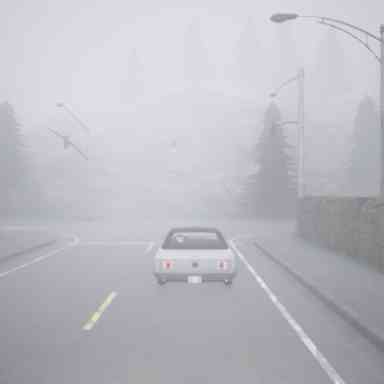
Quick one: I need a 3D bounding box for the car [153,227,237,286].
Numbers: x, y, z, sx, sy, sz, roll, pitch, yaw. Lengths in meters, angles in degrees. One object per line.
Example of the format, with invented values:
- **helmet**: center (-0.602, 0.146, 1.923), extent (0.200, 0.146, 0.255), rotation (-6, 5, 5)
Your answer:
- **car**: center (0.080, 1.641, 9.523), extent (1.895, 1.301, 4.718), rotation (0, 0, 0)
